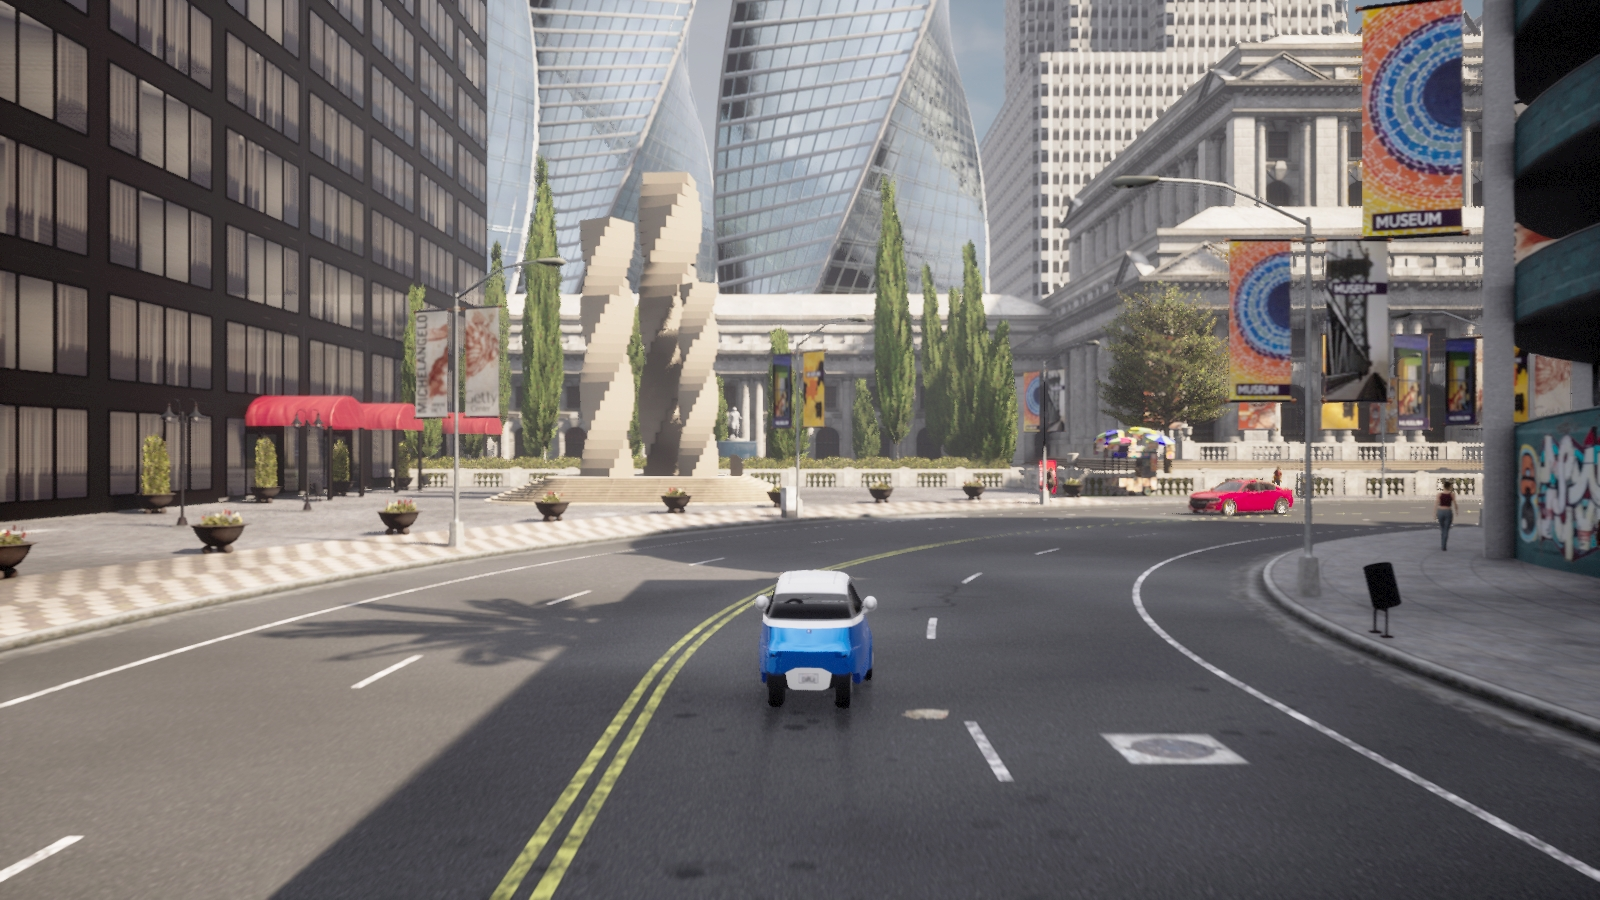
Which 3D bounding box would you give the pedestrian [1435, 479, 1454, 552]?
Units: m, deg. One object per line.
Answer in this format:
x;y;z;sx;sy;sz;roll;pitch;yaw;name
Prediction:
16.758;1.698;29.705;0.375;1.860;0.375;0;0;37;pedestrian

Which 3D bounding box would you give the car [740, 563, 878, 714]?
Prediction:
0.162;2.121;13.332;1.481;1.376;2.207;0;0;4;car

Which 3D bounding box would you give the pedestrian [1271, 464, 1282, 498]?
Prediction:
26.007;1.700;62.379;0.375;1.860;0.375;0;0;-11;pedestrian

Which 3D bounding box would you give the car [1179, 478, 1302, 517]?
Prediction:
19.069;2.037;49.461;5.006;1.535;2.097;0;0;-25;car

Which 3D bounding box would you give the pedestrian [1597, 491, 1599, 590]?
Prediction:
15.211;1.697;21.391;0.375;1.860;0.375;0;0;14;pedestrian

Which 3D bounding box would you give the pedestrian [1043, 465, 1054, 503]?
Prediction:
12.312;1.700;56.652;0.375;1.860;0.375;0;0;-22;pedestrian
